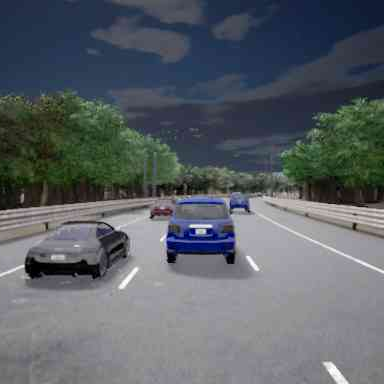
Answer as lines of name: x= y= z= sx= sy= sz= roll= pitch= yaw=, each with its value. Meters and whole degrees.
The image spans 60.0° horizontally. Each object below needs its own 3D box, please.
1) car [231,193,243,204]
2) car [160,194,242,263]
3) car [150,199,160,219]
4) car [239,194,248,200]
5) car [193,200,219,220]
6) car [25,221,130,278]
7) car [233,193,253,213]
car: x=8.638 y=1.146 z=63.097 sx=2.150 sy=2.045 sz=5.566 roll=0 pitch=0 yaw=10
car: x=0.340 y=1.219 z=12.158 sx=2.150 sy=2.045 sz=5.566 roll=0 pitch=0 yaw=2
car: x=-2.245 y=1.340 z=29.084 sx=2.097 sy=1.767 sz=4.553 roll=0 pitch=0 yaw=4
car: x=13.969 y=1.309 z=89.921 sx=2.097 sy=1.767 sz=4.553 roll=0 pitch=0 yaw=13
car: x=1.291 y=1.483 z=29.523 sx=2.128 sy=1.511 sz=4.902 roll=0 pitch=0 yaw=4
car: x=-3.212 y=1.558 z=10.114 sx=1.994 sy=1.385 sz=4.181 roll=0 pitch=0 yaw=1
car: x=5.364 y=1.158 z=37.868 sx=2.150 sy=2.045 sz=5.566 roll=0 pitch=0 yaw=6
